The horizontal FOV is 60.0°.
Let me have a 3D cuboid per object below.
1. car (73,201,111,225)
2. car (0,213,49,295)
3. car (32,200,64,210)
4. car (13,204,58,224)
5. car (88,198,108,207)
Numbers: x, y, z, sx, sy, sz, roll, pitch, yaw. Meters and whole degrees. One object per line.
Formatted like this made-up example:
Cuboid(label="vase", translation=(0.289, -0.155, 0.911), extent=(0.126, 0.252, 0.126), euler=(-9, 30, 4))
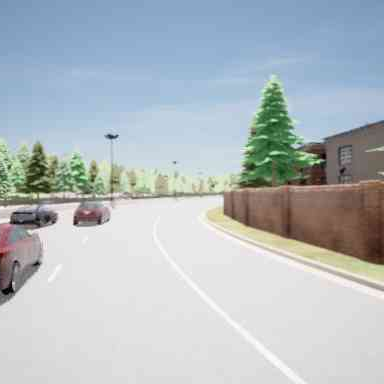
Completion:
Cuboid(label="car", translation=(-7.812, 1.560, 26.398), extent=(2.097, 1.767, 4.553), euler=(0, 0, -3))
Cuboid(label="car", translation=(-5.294, 1.568, 8.775), extent=(1.882, 1.535, 5.008), euler=(0, 0, -14))
Cuboid(label="car", translation=(-23.259, 2.029, 54.052), extent=(2.033, 1.411, 5.357), euler=(0, 0, 11))
Cuboid(label="car", translation=(-11.179, 1.712, 23.889), extent=(2.128, 1.511, 4.902), euler=(0, 0, -4))
Cuboid(label="car", translation=(-17.965, 1.982, 63.718), extent=(1.837, 1.490, 4.892), euler=(0, 0, 10))
